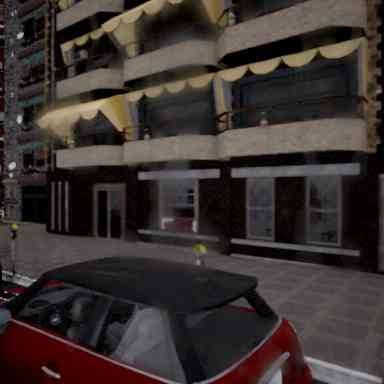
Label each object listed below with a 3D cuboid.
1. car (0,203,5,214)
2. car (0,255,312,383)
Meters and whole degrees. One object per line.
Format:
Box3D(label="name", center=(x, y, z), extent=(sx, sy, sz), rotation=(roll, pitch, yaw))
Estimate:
Box3D(label="car", center=(-21.899, 1.874, 40.134), extent=(1.887, 1.381, 4.507), rotation=(-1, -2, 35))
Box3D(label="car", center=(-0.975, 1.436, 3.567), extent=(4.097, 1.590, 1.967), rotation=(0, 0, 36))
